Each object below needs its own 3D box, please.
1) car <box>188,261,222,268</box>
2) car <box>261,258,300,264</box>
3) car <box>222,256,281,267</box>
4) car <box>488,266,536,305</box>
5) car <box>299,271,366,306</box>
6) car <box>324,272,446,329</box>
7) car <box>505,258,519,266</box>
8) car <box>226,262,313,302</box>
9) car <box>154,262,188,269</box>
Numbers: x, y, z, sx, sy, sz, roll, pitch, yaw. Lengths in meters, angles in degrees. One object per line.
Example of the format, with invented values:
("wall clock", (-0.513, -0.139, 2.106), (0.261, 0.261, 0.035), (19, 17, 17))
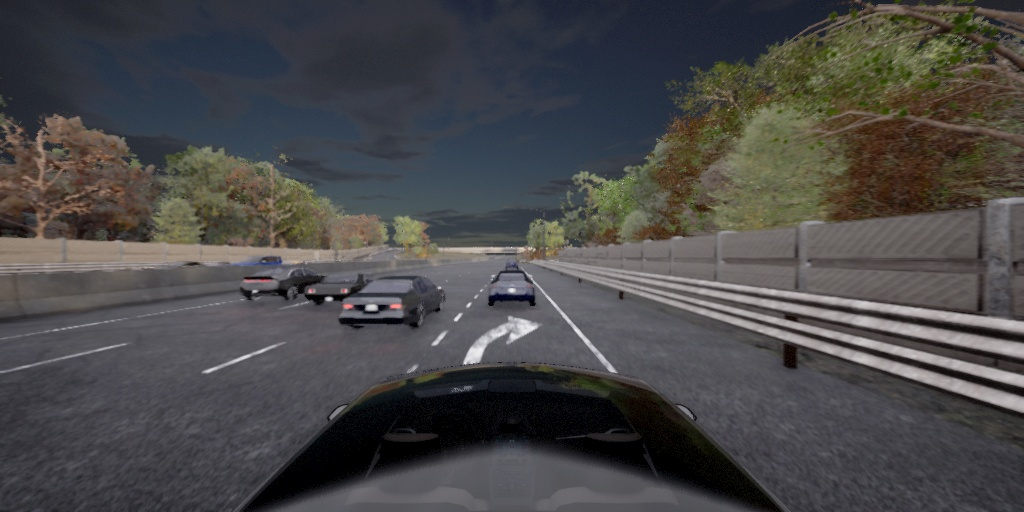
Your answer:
("car", (-28.080, 1.319, 34.486), (1.994, 1.385, 4.181), (0, 0, 0))
("car", (-21.086, 1.234, 34.305), (1.882, 1.535, 5.008), (0, 0, 0))
("car", (-24.581, 0.981, 34.783), (2.150, 2.045, 5.566), (0, 0, 0))
("car", (-0.005, 1.313, 16.008), (1.994, 1.385, 4.181), (0, 0, 0))
("car", (-6.902, 1.347, 15.747), (1.895, 1.301, 4.718), (0, 0, 0))
("car", (-3.403, 1.295, 11.202), (2.033, 1.411, 5.357), (0, 0, 0))
("car", (-0.023, 1.170, 58.619), (2.097, 1.767, 4.553), (0, 0, 0))
("car", (-10.404, 1.237, 16.939), (2.128, 1.511, 4.902), (0, 0, 0))
("car", (-31.578, 1.259, 34.400), (1.837, 1.490, 4.892), (0, 0, 0))
